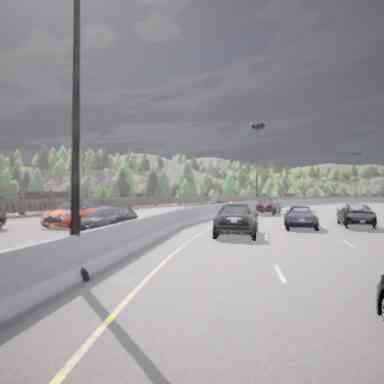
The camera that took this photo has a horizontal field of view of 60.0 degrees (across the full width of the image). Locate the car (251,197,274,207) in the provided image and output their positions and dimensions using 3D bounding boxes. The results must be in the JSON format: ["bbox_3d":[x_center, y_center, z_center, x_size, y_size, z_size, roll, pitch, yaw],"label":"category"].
[{"bbox_3d":[11.855,1.671,55.649,1.837,1.490,4.892,-1,-1,36],"label":"car"}]

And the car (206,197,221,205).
[{"bbox_3d":[4.213,1.665,56.934,2.128,1.511,4.902,0,0,34],"label":"car"}]

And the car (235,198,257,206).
[{"bbox_3d":[9.485,1.748,58.321,1.994,1.385,4.181,0,0,36],"label":"car"}]

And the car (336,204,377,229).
[{"bbox_3d":[10.751,1.531,21.954,2.128,1.511,4.902,0,0,16],"label":"car"}]

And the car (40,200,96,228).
[{"bbox_3d":[-7.622,1.363,21.575,2.097,1.767,4.553,0,0,15],"label":"car"}]

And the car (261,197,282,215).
[{"bbox_3d":[7.970,1.419,34.524,2.097,1.767,4.553,0,0,23],"label":"car"}]

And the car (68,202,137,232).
[{"bbox_3d":[-4.661,1.516,18.927,1.837,1.490,4.892,0,0,13],"label":"car"}]

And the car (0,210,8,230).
[{"bbox_3d":[-12.079,1.483,17.552,2.128,1.511,4.902,0,0,12],"label":"car"}]

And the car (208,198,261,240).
[{"bbox_3d":[2.394,1.374,17.480,2.097,1.767,4.553,0,0,12],"label":"car"}]

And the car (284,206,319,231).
[{"bbox_3d":[6.928,1.598,21.231,1.994,1.385,4.181,0,0,15],"label":"car"}]

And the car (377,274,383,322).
[{"bbox_3d":[3.877,1.508,3.601,2.128,1.511,4.902,0,0,4],"label":"car"}]
